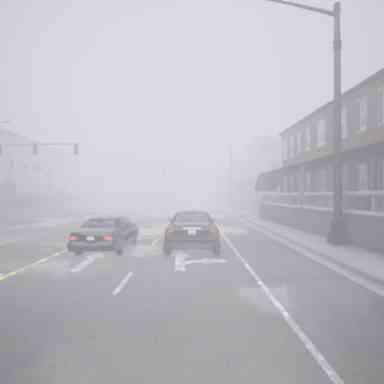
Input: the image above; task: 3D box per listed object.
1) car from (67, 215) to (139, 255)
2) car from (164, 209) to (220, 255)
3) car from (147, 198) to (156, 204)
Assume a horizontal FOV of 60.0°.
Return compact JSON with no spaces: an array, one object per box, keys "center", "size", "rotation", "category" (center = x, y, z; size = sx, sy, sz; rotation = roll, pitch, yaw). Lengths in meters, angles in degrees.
[{"center":[-3.501,1.679,13.984],"size":[2.033,1.411,5.357],"rotation":[0,-1,0],"category":"car"},{"center":[0.000,1.483,14.080],"size":[2.097,1.767,4.553],"rotation":[0,-1,0],"category":"car"},{"center":[-10.512,2.291,86.822],"size":[1.882,1.535,5.008],"rotation":[0,-1,0],"category":"car"}]
